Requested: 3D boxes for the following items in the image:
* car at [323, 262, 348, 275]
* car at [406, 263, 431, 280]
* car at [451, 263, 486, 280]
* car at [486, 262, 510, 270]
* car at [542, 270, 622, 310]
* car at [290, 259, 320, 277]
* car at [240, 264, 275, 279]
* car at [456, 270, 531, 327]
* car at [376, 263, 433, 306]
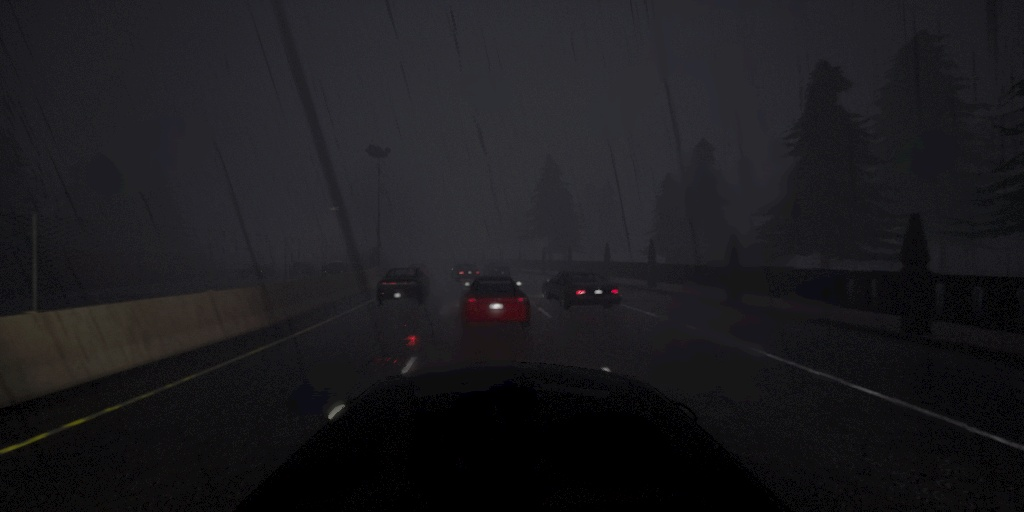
[{"bbox_3d":[-16.529,1.340,33.769,1.812,1.442,4.674,0,0,-21],"label":"car"},{"bbox_3d":[-8.778,1.345,33.299,1.994,1.385,4.181,0,0,-18],"label":"car"},{"bbox_3d":[-3.847,1.309,29.351,2.033,1.411,5.357,0,0,-16],"label":"car"},{"bbox_3d":[-1.454,1.276,33.427,1.812,1.442,4.674,0,0,-16],"label":"car"},{"bbox_3d":[2.637,1.284,14.760,2.033,1.411,5.357,0,0,-7],"label":"car"},{"bbox_3d":[-21.524,1.326,36.954,2.128,1.511,4.902,0,0,-23],"label":"car"},{"bbox_3d":[-24.054,1.446,34.008,1.895,1.301,4.718,0,0,-22],"label":"car"},{"bbox_3d":[-0.587,1.315,11.556,1.994,1.385,4.181,0,0,-5],"label":"car"},{"bbox_3d":[-4.631,1.259,15.853,2.128,1.511,4.902,0,0,-8],"label":"car"}]
